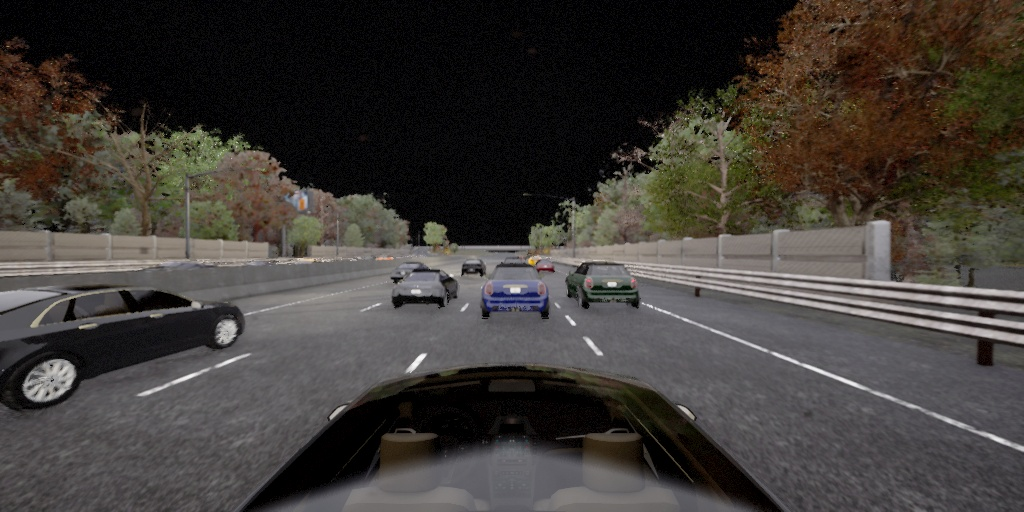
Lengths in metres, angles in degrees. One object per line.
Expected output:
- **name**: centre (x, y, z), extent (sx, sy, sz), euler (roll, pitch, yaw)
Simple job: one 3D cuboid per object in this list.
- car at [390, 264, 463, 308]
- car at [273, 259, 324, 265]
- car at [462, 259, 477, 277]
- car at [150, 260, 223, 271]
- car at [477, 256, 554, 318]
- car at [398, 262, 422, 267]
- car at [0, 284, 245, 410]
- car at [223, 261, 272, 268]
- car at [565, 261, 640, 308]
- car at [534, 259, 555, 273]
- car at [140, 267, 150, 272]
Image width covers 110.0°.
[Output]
- **car**: centre (-3.402, 1.217, 14.715), extent (1.994, 1.385, 4.181), euler (0, 0, 0)
- **car**: centre (-17.601, 1.014, 30.582), extent (1.882, 1.535, 5.008), euler (0, 0, 0)
- **car**: centre (-3.404, 1.001, 32.488), extent (1.882, 1.535, 5.008), euler (0, 0, 0)
- **car**: centre (-24.603, 1.157, 27.811), extent (1.895, 1.301, 4.718), euler (0, 0, 0)
- **car**: centre (0.098, 1.019, 12.726), extent (2.097, 1.767, 4.553), euler (0, 0, 0)
- **car**: centre (-6.905, 1.123, 25.230), extent (2.033, 1.411, 5.357), euler (0, 0, 0)
- **car**: centre (-6.900, 1.222, 6.049), extent (1.837, 1.490, 4.892), euler (0, 0, 0)
- **car**: centre (-21.100, 1.106, 29.794), extent (1.994, 1.385, 4.181), euler (0, 0, 0)
- **car**: centre (3.498, 1.001, 14.672), extent (2.097, 1.767, 4.553), euler (0, 0, 0)
- **car**: centre (3.492, 1.036, 39.373), extent (1.994, 1.385, 4.181), euler (0, 0, 0)
- **car**: centre (-28.102, 1.085, 30.351), extent (2.033, 1.411, 5.357), euler (0, 0, 0)
